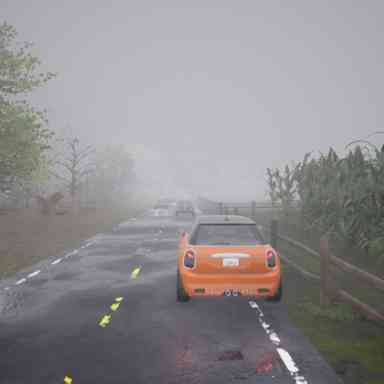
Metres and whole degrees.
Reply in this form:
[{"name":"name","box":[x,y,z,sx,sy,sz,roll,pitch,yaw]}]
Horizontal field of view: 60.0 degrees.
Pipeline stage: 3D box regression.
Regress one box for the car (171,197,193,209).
[{"name":"car","box":[-0.658,1.530,32.569,2.033,1.411,5.357,0,0,-1]}]

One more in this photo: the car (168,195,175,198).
[{"name":"car","box":[-4.203,1.396,66.217,1.882,1.535,5.008,0,0,-1]}]

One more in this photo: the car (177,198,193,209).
[{"name":"car","box":[-0.921,1.530,44.934,1.994,1.385,4.181,0,0,-1]}]

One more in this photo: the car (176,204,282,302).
[{"name":"car","box":[0.716,1.350,8.437,2.097,1.767,4.553,0,0,-1]}]

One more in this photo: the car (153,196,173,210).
[{"name":"car","box":[-3.772,1.518,41.978,2.033,1.411,5.357,0,0,-1]}]
